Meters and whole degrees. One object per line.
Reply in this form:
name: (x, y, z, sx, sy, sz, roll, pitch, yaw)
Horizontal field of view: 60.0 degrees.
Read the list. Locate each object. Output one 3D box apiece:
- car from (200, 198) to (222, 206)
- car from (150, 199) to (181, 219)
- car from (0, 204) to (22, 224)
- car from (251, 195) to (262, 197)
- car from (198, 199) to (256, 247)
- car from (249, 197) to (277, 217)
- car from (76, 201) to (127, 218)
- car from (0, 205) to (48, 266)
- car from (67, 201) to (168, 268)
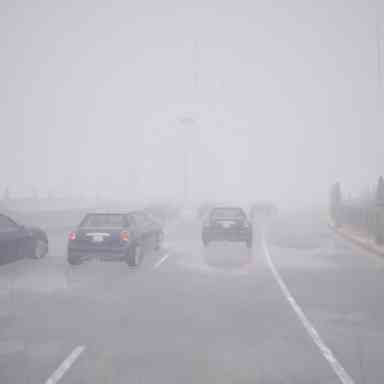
car: (3.548, 1.790, 61.537, 1.812, 1.442, 4.674, 0, -1, 37)
car: (-2.371, 1.558, 27.407, 1.837, 1.490, 4.892, 0, 0, 18)
car: (-14.502, 1.585, 23.634, 1.994, 1.385, 4.181, 0, 0, 14)
car: (12.883, 1.426, 67.192, 1.837, 1.490, 4.892, 0, -1, 43)
car: (1.774, 1.376, 15.482, 2.097, 1.767, 4.553, 0, 0, 10)
car: (7.118, 1.557, 32.891, 1.882, 1.535, 5.008, 0, 0, 23)
car: (-8.512, 1.614, 31.895, 2.033, 1.411, 5.357, 0, 0, 19)
car: (-6.172, 1.348, 9.695, 2.097, 1.767, 4.553, 0, 0, 6)
car: (-2.413, 1.361, 11.595, 2.097, 1.767, 4.553, 0, 0, 7)
